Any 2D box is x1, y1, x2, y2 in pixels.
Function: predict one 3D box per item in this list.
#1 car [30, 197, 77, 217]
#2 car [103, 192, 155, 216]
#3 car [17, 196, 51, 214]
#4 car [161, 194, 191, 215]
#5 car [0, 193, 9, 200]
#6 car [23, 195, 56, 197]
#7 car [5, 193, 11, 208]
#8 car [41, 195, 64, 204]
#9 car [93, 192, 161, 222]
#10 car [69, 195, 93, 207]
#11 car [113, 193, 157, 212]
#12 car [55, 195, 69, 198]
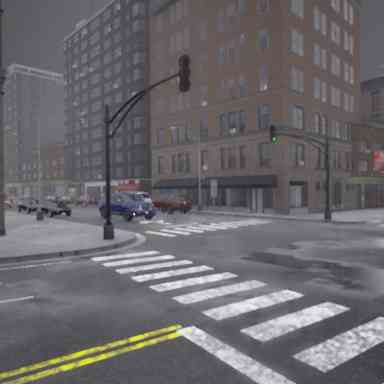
[{"bbox_3d":[-12.238,1.418,29.294,1.947,1.339,4.313,0,1,-44],"label":"car"},{"bbox_3d":[-6.053,1.009,31.487,2.150,2.045,5.566,-1,1,-44],"label":"car"},{"bbox_3d":[-16.070,1.375,33.249,1.947,1.339,4.313,0,1,-44],"label":"car"},{"bbox_3d":[-2.287,1.087,31.272,2.192,1.841,5.009,0,1,-44],"label":"car"},{"bbox_3d":[-40.608,0.886,70.832,1.947,1.339,4.313,0,1,-44],"label":"car"},{"bbox_3d":[-18.354,1.322,39.573,1.895,1.301,4.718,-1,1,-44],"label":"car"},{"bbox_3d":[-23.613,1.248,41.036,1.752,1.417,4.829,0,1,-44],"label":"car"},{"bbox_3d":[-21.448,1.136,51.054,1.802,1.307,4.206,0,1,-44],"label":"car"},{"bbox_3d":[-5.188,1.089,25.961,2.150,2.045,5.566,-1,1,-44],"label":"car"},{"bbox_3d":[-13.784,1.084,43.141,1.967,1.590,4.097,0,1,-44],"label":"car"},{"bbox_3d":[-6.119,1.045,35.228,2.192,1.841,5.009,0,1,-44],"label":"car"},{"bbox_3d":[-17.616,1.181,47.098,1.802,1.307,4.206,0,1,-44],"label":"car"}]
